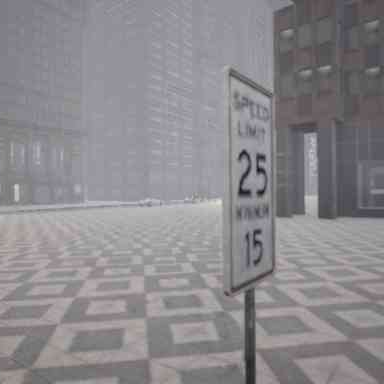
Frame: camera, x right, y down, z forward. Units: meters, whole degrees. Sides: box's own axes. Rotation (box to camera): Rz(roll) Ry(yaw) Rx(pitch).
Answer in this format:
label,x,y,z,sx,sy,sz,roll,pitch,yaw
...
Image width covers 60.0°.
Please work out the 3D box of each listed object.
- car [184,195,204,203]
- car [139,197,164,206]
label,x,y,z,sx,sy,sz,roll,pitch,yaw
car,0.356,1.363,62.335,1.812,1.442,4.674,-1,0,35
car,-6.430,1.470,52.766,1.812,1.442,4.674,-1,0,36
